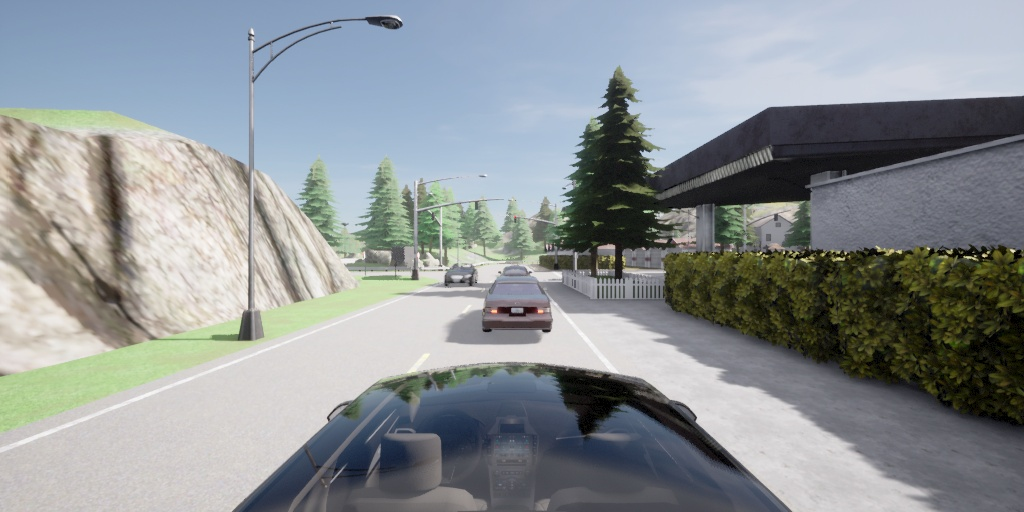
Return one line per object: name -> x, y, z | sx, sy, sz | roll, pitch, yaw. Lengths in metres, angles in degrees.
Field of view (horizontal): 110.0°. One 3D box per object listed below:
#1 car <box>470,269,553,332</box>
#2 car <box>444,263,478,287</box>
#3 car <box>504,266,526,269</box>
car -> 0.136, 1.297, 10.772 | 2.033, 1.411, 5.357 | 0, 0, 0
car -> -3.405, 1.243, 24.568 | 2.128, 1.511, 4.902 | 0, 0, 0
car -> 0.181, 1.276, 20.358 | 1.812, 1.442, 4.674 | 0, 0, 0
